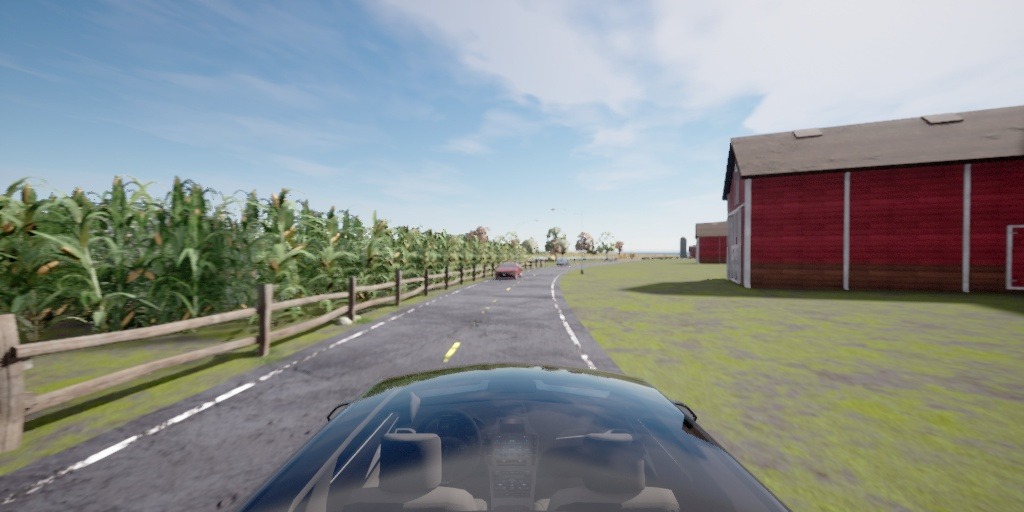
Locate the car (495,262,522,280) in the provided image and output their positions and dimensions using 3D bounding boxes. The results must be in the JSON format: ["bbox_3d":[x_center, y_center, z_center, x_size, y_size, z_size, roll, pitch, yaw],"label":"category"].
[{"bbox_3d":[-0.252,1.331,32.810,1.882,1.535,5.008,0,0,9],"label":"car"}]
